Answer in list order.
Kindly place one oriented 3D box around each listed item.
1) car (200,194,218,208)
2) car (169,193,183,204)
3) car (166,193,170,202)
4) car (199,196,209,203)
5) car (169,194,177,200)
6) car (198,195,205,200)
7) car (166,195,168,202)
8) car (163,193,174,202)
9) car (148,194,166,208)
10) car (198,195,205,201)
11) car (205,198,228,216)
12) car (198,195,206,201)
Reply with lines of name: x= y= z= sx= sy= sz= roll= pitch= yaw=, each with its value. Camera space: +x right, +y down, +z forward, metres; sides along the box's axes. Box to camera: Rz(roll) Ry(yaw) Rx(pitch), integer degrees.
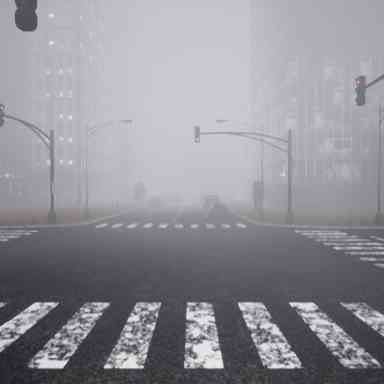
car: x=2.536 y=1.285 z=43.105 sx=2.192 sy=1.841 sz=5.009 roll=-1 pitch=0 yaw=0
car: x=-2.755 y=1.302 z=64.320 sx=2.097 sy=1.767 sz=4.553 roll=0 pitch=0 yaw=0
car: x=-5.333 y=1.384 z=70.702 sx=1.967 sy=1.590 sz=4.097 roll=-1 pitch=0 yaw=0
car: x=2.549 y=1.488 z=70.728 sx=1.887 sy=1.381 sz=4.507 roll=-1 pitch=0 yaw=0
car: x=-5.334 y=1.359 z=92.801 sx=1.967 sy=1.590 sz=4.097 roll=-1 pitch=0 yaw=0
car: x=2.547 y=1.463 z=92.826 sx=1.887 sy=1.381 sz=4.507 roll=-1 pitch=0 yaw=0
car: x=-5.329 y=1.542 z=54.129 sx=1.802 sy=1.307 sz=4.206 roll=-1 pitch=0 yaw=0
car: x=-5.335 y=1.253 z=76.227 sx=2.192 sy=1.841 sz=5.009 roll=-1 pitch=0 yaw=0
car: x=-5.331 y=1.406 z=48.604 sx=1.967 sy=1.590 sz=4.097 roll=-1 pitch=0 yaw=0
car: x=2.548 y=1.450 z=87.472 sx=1.752 sy=1.417 sz=4.829 roll=-1 pitch=0 yaw=0
car: x=2.520 y=1.561 z=32.056 sx=1.802 sy=1.307 sz=4.206 roll=-1 pitch=0 yaw=0
car: x=2.549 y=1.513 z=81.777 sx=1.802 sy=1.307 sz=4.206 roll=-1 pitch=0 yaw=0
